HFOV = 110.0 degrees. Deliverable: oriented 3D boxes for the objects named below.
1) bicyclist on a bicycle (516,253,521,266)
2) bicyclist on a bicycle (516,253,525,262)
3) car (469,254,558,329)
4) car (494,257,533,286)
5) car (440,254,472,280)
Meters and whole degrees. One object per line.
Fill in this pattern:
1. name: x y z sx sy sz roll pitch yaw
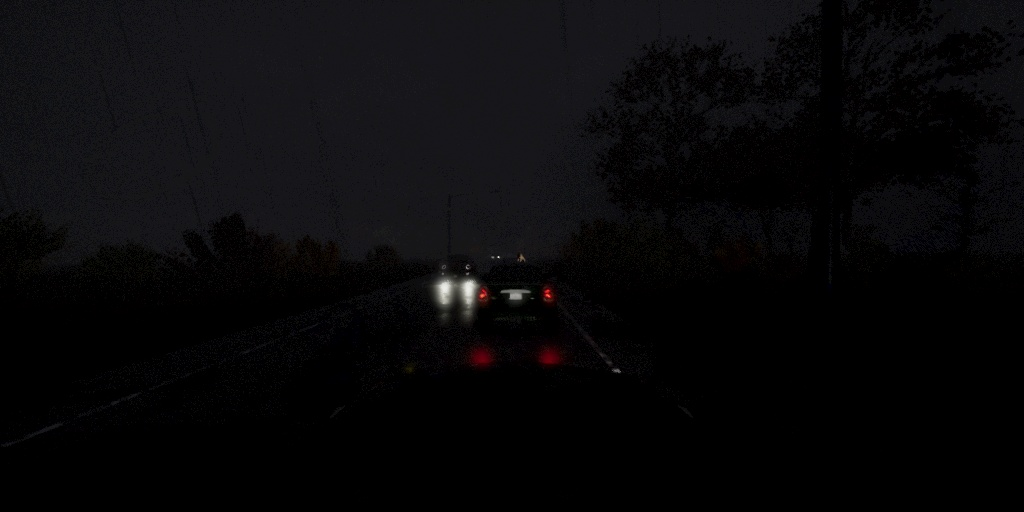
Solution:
1. bicyclist on a bicycle: 0.810 0.432 44.241 0.582 1.620 1.656 0 1 0
2. bicyclist on a bicycle: 0.869 0.600 34.060 0.866 1.612 1.509 0 1 0
3. car: 0.093 0.941 10.717 2.097 1.767 4.553 0 1 0
4. car: 0.067 0.868 22.314 2.128 1.511 4.902 0 1 0
5. car: -3.644 0.676 25.183 2.097 1.767 4.553 0 1 0
